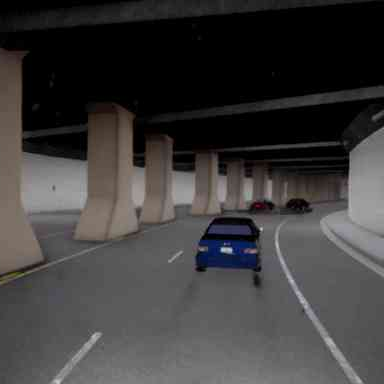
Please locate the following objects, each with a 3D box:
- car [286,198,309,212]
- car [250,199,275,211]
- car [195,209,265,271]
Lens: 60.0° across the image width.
[{"bbox_3d":[12.756,1.481,40.003,1.882,1.535,5.008,1,0,31],"label":"car"},{"bbox_3d":[8.419,1.519,39.464,1.994,1.385,4.181,1,0,30],"label":"car"},{"bbox_3d":[1.336,1.523,10.953,2.033,1.411,5.357,1,0,10],"label":"car"}]
